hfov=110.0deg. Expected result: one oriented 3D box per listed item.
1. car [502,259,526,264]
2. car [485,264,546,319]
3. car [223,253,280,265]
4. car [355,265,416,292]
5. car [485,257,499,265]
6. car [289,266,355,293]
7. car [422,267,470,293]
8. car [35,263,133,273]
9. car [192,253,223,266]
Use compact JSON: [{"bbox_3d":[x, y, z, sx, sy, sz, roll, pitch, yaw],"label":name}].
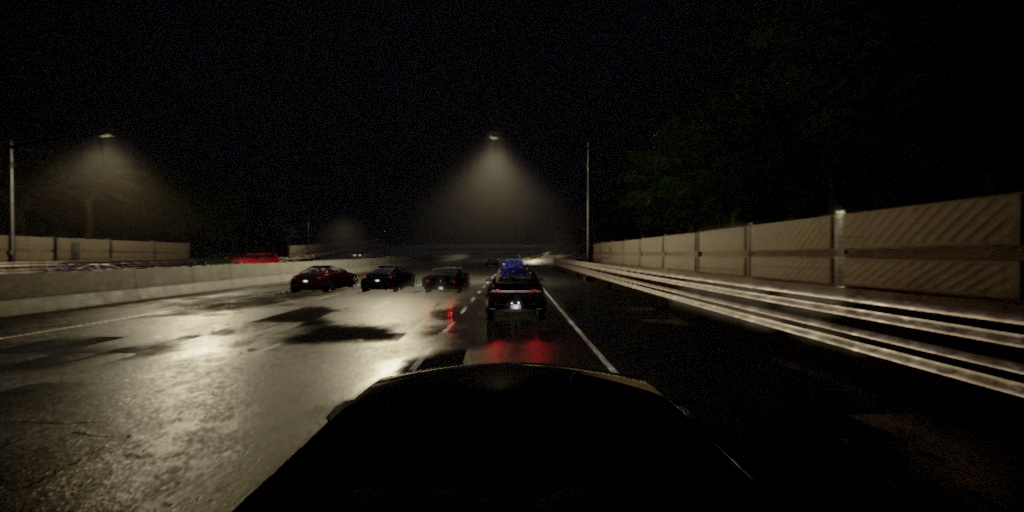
[{"bbox_3d":[0.196,1.034,30.790,1.882,1.535,5.008,0,1,0],"label":"car"},{"bbox_3d":[0.118,1.204,12.561,2.128,1.511,4.902,0,0,0],"label":"car"},{"bbox_3d":[-27.851,0.700,39.066,2.150,2.045,5.566,0,0,1],"label":"car"},{"bbox_3d":[-6.856,1.211,20.278,1.994,1.385,4.181,0,0,0],"label":"car"},{"bbox_3d":[-3.196,0.886,57.964,1.994,1.385,4.181,0,0,0],"label":"car"},{"bbox_3d":[-10.358,1.214,20.001,1.994,1.385,4.181,0,0,0],"label":"car"},{"bbox_3d":[-3.461,1.253,19.770,1.895,1.301,4.718,0,1,0],"label":"car"},{"bbox_3d":[-24.554,1.138,20.397,2.128,1.511,4.902,0,0,0],"label":"car"},{"bbox_3d":[-31.356,0.711,38.806,2.150,2.045,5.566,0,0,1],"label":"car"}]
